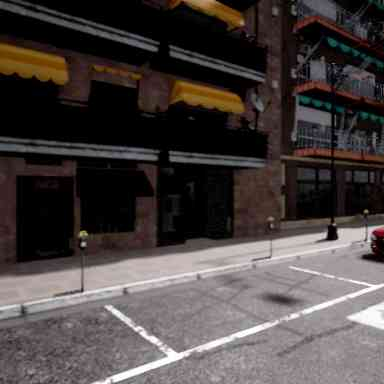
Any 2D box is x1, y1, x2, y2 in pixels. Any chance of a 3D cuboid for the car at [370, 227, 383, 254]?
[{"bbox_3d":[8.126,1.453,11.892,4.507,1.381,1.887,0,1,-36],"label":"car"}]
